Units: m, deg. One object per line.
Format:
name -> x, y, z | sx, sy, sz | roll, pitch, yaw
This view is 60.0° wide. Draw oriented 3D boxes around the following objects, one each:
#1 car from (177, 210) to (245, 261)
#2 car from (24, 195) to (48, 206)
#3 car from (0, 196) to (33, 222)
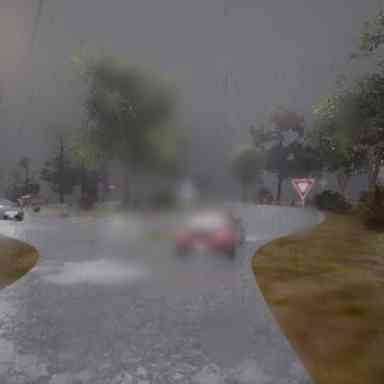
car -> 0.762, 1.355, 11.644 | 1.812, 1.442, 4.674 | 0, 1, 13
car -> -18.643, 1.006, 38.154 | 1.994, 1.385, 4.181 | 0, 1, 23
car -> -12.788, 1.171, 21.780 | 4.902, 1.511, 2.128 | 1, 1, 40
